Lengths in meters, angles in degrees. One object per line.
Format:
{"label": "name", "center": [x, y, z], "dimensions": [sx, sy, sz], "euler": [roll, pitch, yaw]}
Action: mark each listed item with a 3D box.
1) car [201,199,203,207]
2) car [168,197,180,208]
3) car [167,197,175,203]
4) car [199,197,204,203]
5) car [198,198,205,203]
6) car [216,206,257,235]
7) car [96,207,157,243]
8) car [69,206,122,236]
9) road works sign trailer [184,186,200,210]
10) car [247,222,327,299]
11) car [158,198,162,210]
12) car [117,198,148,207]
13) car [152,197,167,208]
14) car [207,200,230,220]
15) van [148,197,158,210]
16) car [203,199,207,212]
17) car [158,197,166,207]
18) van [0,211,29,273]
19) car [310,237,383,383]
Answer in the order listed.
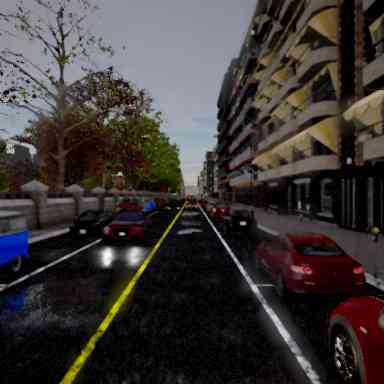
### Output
{"label": "car", "center": [2.655, 1.931, 47.697], "dimensions": [1.802, 1.307, 4.206], "euler": [0, 0, 0]}
{"label": "car", "center": [-3.097, 1.908, 57.905], "dimensions": [1.882, 1.535, 5.008], "euler": [0, 0, 0]}
{"label": "car", "center": [-5.759, 2.167, 92.733], "dimensions": [1.967, 1.590, 4.097], "euler": [0, -1, 0]}
{"label": "car", "center": [2.647, 2.005, 58.959], "dimensions": [1.947, 1.339, 4.313], "euler": [0, 0, 0]}
{"label": "car", "center": [2.621, 2.272, 92.739], "dimensions": [1.887, 1.381, 4.507], "euler": [0, -1, 0]}
{"label": "car", "center": [2.676, 1.702, 19.547], "dimensions": [1.947, 1.339, 4.313], "euler": [0, 0, 0]}
{"label": "car", "center": [-3.110, 1.680, 16.729], "dimensions": [1.994, 1.385, 4.181], "euler": [0, 0, 0]}
{"label": "car", "center": [-5.704, 1.702, 19.540], "dimensions": [1.947, 1.339, 4.313], "euler": [0, 0, 0]}
{"label": "road works sign trailer", "center": [-0.036, 0.837, 50.725], "dimensions": [2.380, 3.560, 2.880], "euler": [0, 0, 0]}
{"label": "car", "center": [2.685, 1.640, 8.286], "dimensions": [1.802, 1.307, 4.206], "euler": [0, 0, 0]}
{"label": "car", "center": [-5.725, 1.930, 47.690], "dimensions": [1.802, 1.307, 4.206], "euler": [0, 0, 0]}
{"label": "car", "center": [-5.712, 1.533, 30.802], "dimensions": [2.192, 1.841, 5.009], "euler": [0, 0, 0]}
{"label": "car", "center": [-5.733, 1.754, 58.954], "dimensions": [2.192, 1.841, 5.009], "euler": [0, 0, 0]}
{"label": "car", "center": [2.668, 1.658, 30.807], "dimensions": [1.967, 1.590, 4.097], "euler": [0, 0, 0]}
{"label": "van", "center": [-5.720, 1.645, 42.061], "dimensions": [1.690, 1.788, 3.998], "euler": [0, 0, 0]}
{"label": "car", "center": [2.660, 1.831, 42.237], "dimensions": [1.752, 1.417, 4.829], "euler": [0, 0, 0]}
{"label": "car", "center": [-5.729, 1.938, 53.321], "dimensions": [1.887, 1.381, 4.507], "euler": [0, 0, 0]}
{"label": "van", "center": [-5.696, 1.399, 8.281], "dimensions": [1.690, 1.788, 3.998], "euler": [0, 0, 0]}
{"label": "car", "center": [2.689, 1.460, 2.657], "dimensions": [1.967, 1.590, 4.097], "euler": [0, 0, 0]}
